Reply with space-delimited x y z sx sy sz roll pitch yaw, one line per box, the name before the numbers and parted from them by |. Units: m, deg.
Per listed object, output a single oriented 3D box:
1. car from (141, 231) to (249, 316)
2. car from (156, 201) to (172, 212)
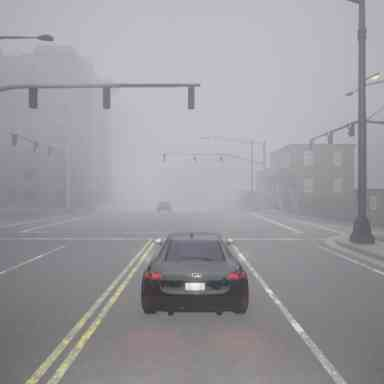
car | 0.056 1.563 7.614 1.994 1.385 4.181 0 0 0
car | -3.710 2.006 44.576 1.837 1.490 4.892 0 -3 0
